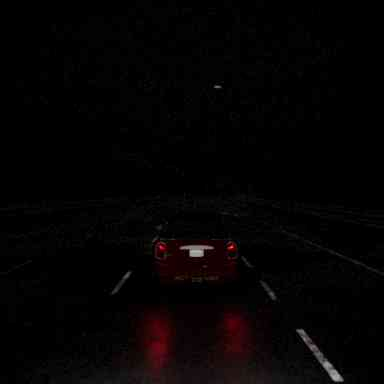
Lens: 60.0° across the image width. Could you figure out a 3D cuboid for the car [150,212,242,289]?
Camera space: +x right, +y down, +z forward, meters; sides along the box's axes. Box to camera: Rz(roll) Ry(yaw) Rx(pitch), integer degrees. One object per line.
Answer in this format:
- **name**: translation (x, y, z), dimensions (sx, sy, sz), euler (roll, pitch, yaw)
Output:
- **car**: translation (0.057, 1.351, 9.379), dimensions (2.097, 1.767, 4.553), euler (0, 0, -1)
